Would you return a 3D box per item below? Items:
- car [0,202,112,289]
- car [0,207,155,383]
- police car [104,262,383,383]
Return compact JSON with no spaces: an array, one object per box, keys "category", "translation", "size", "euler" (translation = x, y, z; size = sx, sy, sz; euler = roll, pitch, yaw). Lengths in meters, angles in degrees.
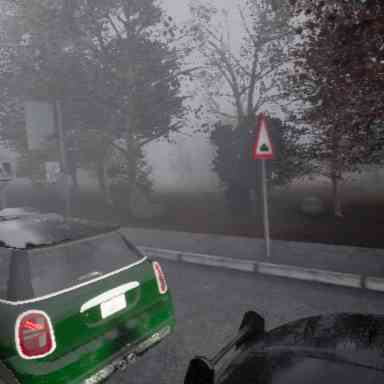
[{"category":"car","translation":[-4.807,1.136,8.925],"size":[5.357,1.411,2.033],"euler":[-1,5,36]},{"category":"car","translation":[-2.518,1.165,4.582],"size":[4.553,1.767,2.097],"euler":[0,6,35]},{"category":"police car","translation":[2.260,1.235,1.187],"size":[5.238,1.638,1.930],"euler":[0,6,35]}]
